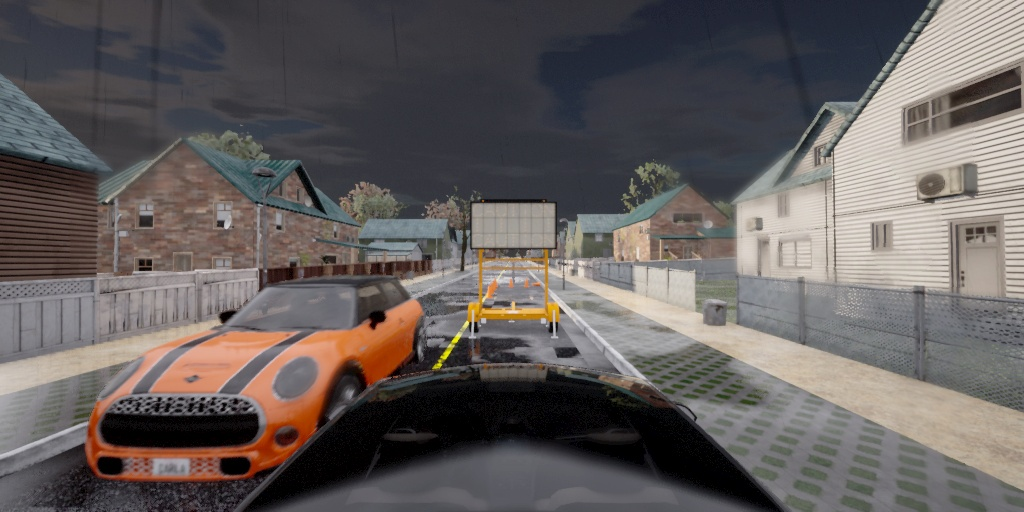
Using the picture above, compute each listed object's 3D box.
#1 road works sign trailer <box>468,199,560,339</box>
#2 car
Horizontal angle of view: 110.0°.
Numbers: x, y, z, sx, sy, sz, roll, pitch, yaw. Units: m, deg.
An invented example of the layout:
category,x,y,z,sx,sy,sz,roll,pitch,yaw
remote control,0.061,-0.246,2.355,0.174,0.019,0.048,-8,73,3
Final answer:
category,x,y,z,sx,sy,sz,roll,pitch,yaw
road works sign trailer,0.042,0.217,10.112,2.380,3.560,2.880,0,0,0
car,-2.733,1.103,5.129,2.097,1.767,4.553,0,0,0
